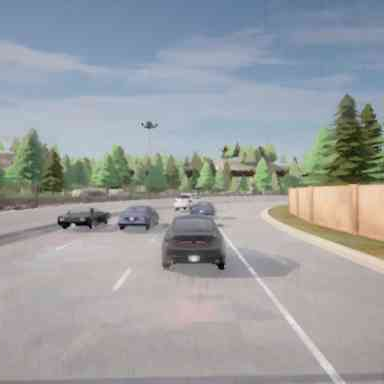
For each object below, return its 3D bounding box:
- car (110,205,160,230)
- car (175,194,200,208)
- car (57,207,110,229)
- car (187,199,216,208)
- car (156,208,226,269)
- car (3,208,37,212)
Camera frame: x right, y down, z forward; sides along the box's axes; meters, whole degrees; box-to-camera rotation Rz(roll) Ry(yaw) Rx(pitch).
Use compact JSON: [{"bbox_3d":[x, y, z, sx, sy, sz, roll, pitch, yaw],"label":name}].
[{"bbox_3d":[-3.261,1.553,21.128,2.033,1.411,5.357,0,0,3],"label":"car"},{"bbox_3d":[-0.383,1.213,39.776,2.150,2.045,5.566,0,0,14],"label":"car"},{"bbox_3d":[-6.763,1.616,21.449,1.895,1.301,4.718,0,0,3],"label":"car"},{"bbox_3d":[1.084,1.555,29.352,1.994,1.385,4.181,0,0,8],"label":"car"},{"bbox_3d":[0.044,1.502,11.192,1.837,1.490,4.892,0,0,0],"label":"car"},{"bbox_3d":[-13.643,1.690,26.054,1.895,1.301,4.718,0,0,5],"label":"car"}]
